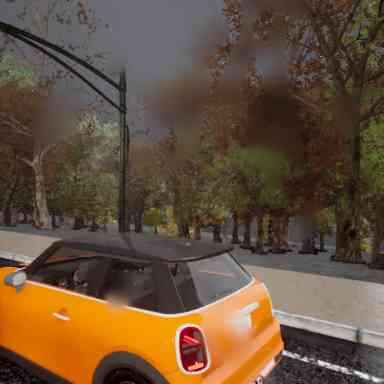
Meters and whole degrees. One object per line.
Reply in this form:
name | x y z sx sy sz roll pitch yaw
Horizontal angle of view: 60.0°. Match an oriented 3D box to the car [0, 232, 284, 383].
car | -1.208 1.351 4.558 4.553 1.767 2.097 0 0 36
